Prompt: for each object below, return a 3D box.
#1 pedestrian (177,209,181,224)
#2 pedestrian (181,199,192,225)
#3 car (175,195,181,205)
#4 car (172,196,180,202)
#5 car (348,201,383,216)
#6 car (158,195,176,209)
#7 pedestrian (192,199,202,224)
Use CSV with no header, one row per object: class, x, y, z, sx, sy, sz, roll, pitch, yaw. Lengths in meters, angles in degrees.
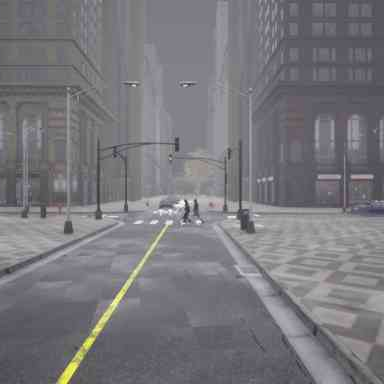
pedestrian,-0.779,1.673,23.655,0.500,1.100,0.500,0,0,0
pedestrian,-0.376,1.293,22.458,0.375,1.860,0.375,0,0,0
car,-3.528,1.358,59.944,2.097,1.767,4.553,0,0,0
car,-3.570,1.545,75.185,1.812,1.442,4.674,0,0,0
car,17.718,1.583,32.500,4.674,1.442,1.812,0,0,0
car,-3.455,1.545,44.550,2.033,1.411,5.357,0,0,-3
pedestrian,0.334,1.293,23.065,0.375,1.860,0.375,0,0,0
